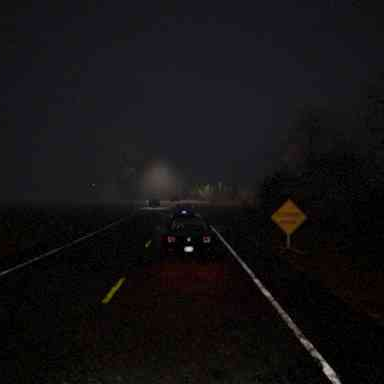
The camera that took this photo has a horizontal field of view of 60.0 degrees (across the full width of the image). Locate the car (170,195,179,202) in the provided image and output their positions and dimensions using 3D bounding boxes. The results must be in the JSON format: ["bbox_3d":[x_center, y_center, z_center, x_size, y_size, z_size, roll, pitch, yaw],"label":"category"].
[{"bbox_3d":[-4.294,1.615,81.813,2.097,1.767,4.553,0,0,-8],"label":"car"}]

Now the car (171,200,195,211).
[{"bbox_3d":[-0.772,1.714,30.559,1.994,1.385,4.181,0,0,-3],"label":"car"}]

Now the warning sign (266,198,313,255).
[{"bbox_3d":[3.427,1.177,11.788,1.300,1.860,1.060,1,1,-1],"label":"warning sign"}]

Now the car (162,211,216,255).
[{"bbox_3d":[-0.139,1.674,13.631,1.895,1.301,4.718,0,0,-1],"label":"car"}]

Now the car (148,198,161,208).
[{"bbox_3d":[-6.010,1.749,53.460,1.812,1.442,4.674,0,0,-5],"label":"car"}]
